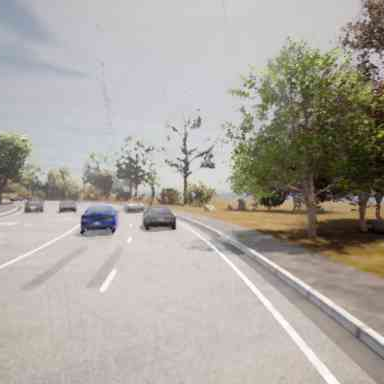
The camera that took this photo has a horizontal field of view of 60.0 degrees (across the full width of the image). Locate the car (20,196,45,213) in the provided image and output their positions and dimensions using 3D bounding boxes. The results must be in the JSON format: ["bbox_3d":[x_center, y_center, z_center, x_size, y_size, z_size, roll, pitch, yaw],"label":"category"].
[{"bbox_3d":[-17.724,1.550,37.617,2.128,1.511,4.902,0,0,-20],"label":"car"}]

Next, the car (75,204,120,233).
[{"bbox_3d":[-5.421,1.509,19.898,1.882,1.535,5.008,0,0,-10],"label":"car"}]

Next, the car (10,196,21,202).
[{"bbox_3d":[-38.085,1.513,72.142,1.895,1.301,4.718,0,0,-39],"label":"car"}]

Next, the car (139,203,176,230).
[{"bbox_3d":[-2.208,1.591,21.634,1.994,1.385,4.181,0,0,-11],"label":"car"}]

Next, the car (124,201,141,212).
[{"bbox_3d":[-6.902,1.655,39.206,1.895,1.301,4.718,0,0,-19],"label":"car"}]

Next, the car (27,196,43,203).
[{"bbox_3d":[-34.690,1.590,73.549,2.128,1.511,4.902,0,0,-39],"label":"car"}]

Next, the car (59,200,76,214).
[{"bbox_3d":[-13.825,1.604,37.303,2.033,1.411,5.357,0,0,-19],"label":"car"}]
